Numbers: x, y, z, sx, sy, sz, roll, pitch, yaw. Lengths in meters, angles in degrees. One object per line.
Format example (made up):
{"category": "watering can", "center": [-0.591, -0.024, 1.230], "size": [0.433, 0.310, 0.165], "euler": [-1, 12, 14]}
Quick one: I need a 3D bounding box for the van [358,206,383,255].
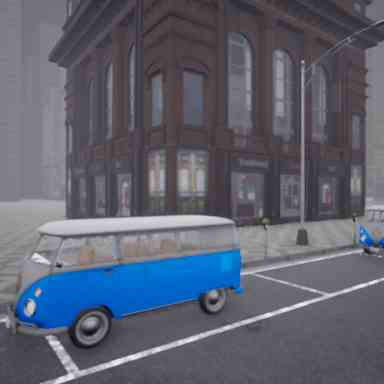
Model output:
{"category": "van", "center": [7.703, 1.367, 12.144], "size": [3.998, 1.788, 1.690], "euler": [0, 0, -36]}

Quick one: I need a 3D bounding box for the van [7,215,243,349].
{"category": "van", "center": [-0.926, 1.346, 5.987], "size": [3.998, 1.788, 1.690], "euler": [0, 0, -36]}
